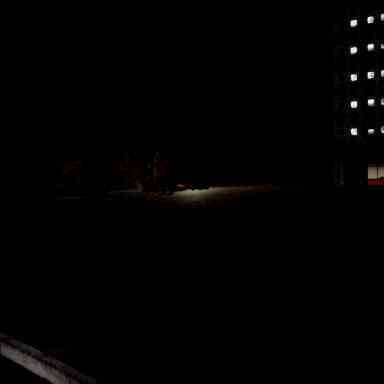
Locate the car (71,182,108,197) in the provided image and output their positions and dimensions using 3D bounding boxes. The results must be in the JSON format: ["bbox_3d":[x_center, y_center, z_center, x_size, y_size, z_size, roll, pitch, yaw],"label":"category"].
[{"bbox_3d":[-14.582,-0.408,47.775,2.150,2.045,5.566,0,2,31],"label":"car"}]

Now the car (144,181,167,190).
[{"bbox_3d":[-6.645,-1.183,61.022,1.812,1.442,4.674,0,2,30],"label":"car"}]

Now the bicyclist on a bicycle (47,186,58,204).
[{"bbox_3d":[-12.699,0.252,30.290,1.656,1.620,0.582,-1,2,33],"label":"bicyclist on a bicycle"}]

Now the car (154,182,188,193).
[{"bbox_3d":[-3.281,-0.592,53.758,2.033,1.411,5.357,0,2,30],"label":"car"}]

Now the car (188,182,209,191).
[{"bbox_3d":[1.498,-0.965,62.255,1.895,1.301,4.718,0,2,29],"label":"car"}]

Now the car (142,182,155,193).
[{"bbox_3d":[-6.059,-0.584,55.445,2.033,1.411,5.357,0,2,30],"label":"car"}]

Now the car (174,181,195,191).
[{"bbox_3d":[-1.379,-1.200,63.769,2.097,1.767,4.553,0,2,29],"label":"car"}]
